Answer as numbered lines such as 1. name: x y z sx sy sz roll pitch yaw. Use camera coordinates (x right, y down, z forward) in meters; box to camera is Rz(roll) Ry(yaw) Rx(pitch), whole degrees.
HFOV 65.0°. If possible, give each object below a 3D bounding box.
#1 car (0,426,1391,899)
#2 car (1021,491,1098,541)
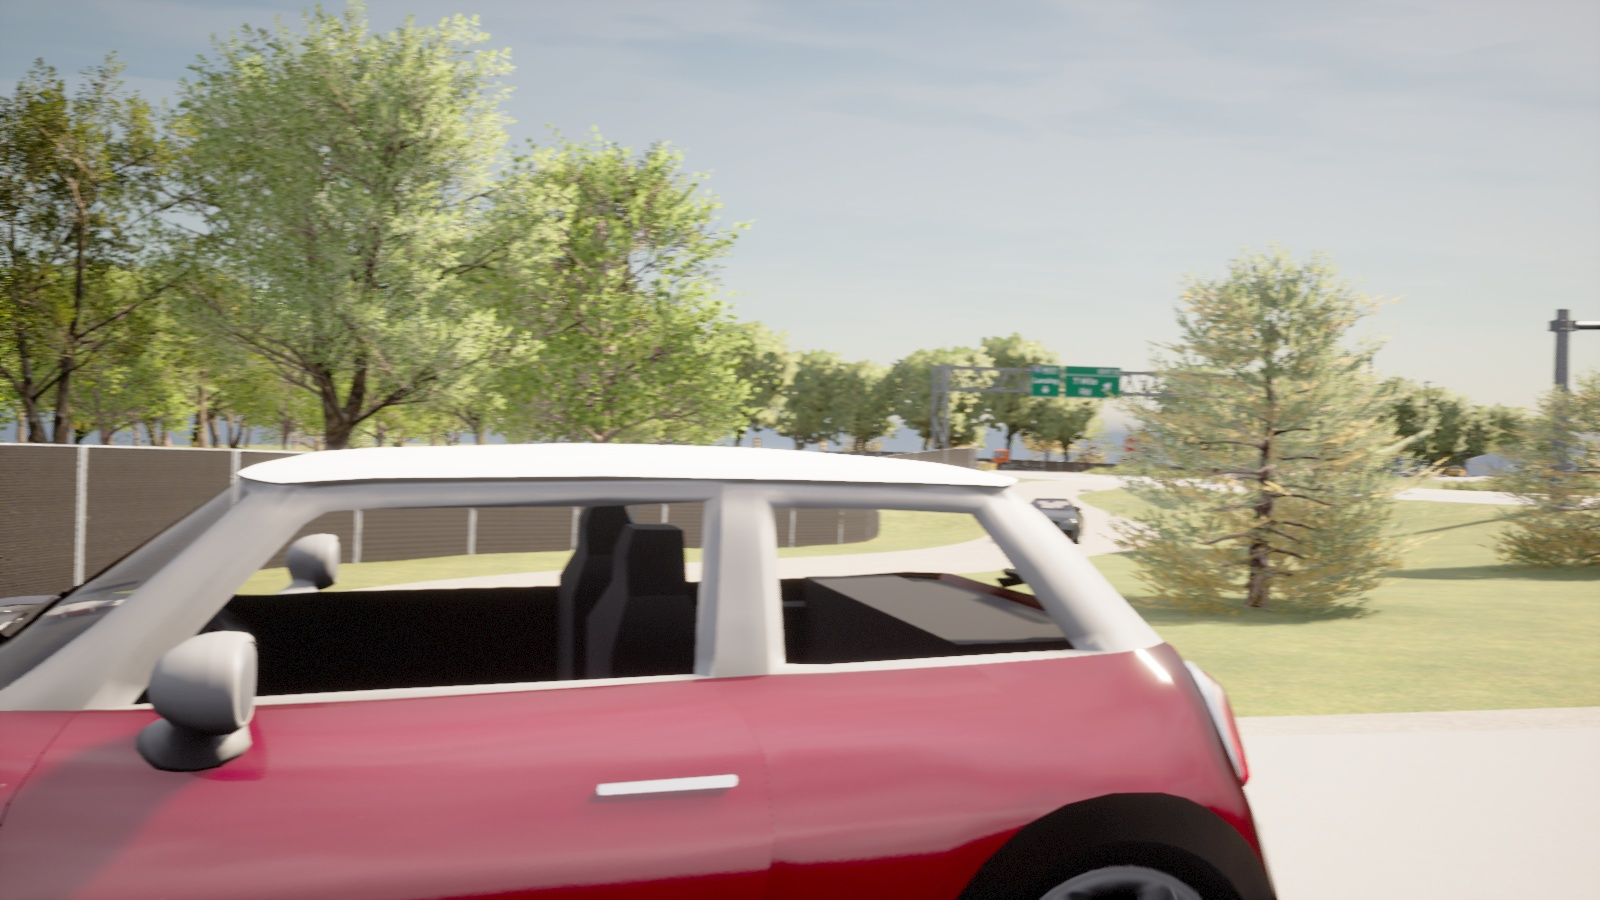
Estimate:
1. car: -0.897 0.695 2.994 3.806 1.475 1.970 -1 1 -16
2. car: 8.125 2.008 39.078 1.994 1.385 4.181 -1 -1 16
